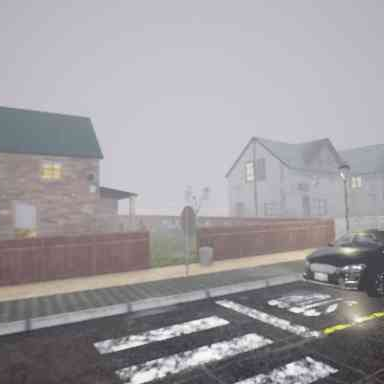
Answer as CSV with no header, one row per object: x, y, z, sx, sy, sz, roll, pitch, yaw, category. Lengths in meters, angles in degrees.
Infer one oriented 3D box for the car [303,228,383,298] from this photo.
5.207,1.819,9.426,4.902,1.511,2.128,1,-4,-32,car
